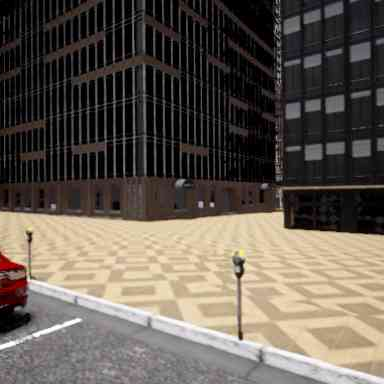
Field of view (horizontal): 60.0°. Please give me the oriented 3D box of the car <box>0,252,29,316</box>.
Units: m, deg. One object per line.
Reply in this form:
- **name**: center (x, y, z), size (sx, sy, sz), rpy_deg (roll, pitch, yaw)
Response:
- **car**: center (-4.952, 1.558, 6.411), size (4.507, 1.381, 1.887), rpy_deg (0, -1, 35)
